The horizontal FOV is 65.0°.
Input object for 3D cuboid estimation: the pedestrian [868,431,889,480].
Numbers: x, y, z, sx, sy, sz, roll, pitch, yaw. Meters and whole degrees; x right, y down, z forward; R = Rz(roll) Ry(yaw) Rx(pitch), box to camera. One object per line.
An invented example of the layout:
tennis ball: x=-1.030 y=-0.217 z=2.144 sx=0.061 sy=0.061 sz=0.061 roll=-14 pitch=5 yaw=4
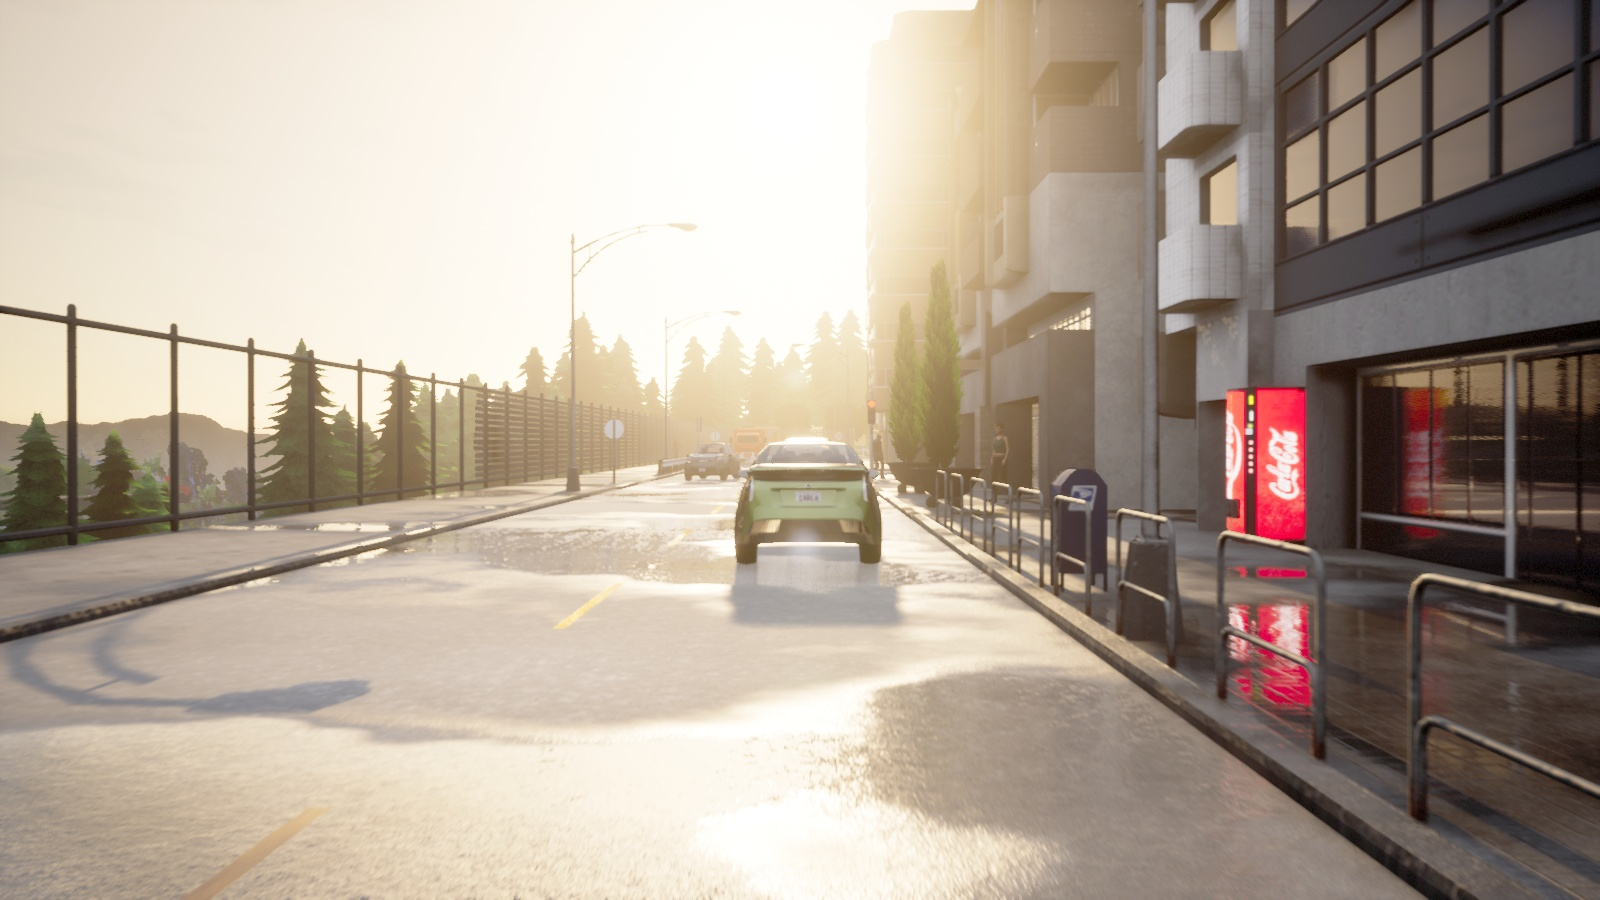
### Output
pedestrian: x=2.986 y=0.188 z=47.876 sx=0.720 sy=1.854 sz=0.376 roll=0 pitch=0 yaw=-40

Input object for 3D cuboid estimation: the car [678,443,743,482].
car: x=-3.516 y=0.476 z=50.110 sx=1.845 sy=1.501 sz=3.633 roll=0 pitch=0 yaw=8

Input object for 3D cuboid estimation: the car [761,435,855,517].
car: x=0.165 y=0.494 z=26.720 sx=1.851 sy=1.617 sz=3.988 roll=0 pitch=0 yaw=0

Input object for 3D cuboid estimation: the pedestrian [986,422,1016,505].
pedestrian: x=4.535 y=0.298 z=28.289 sx=0.594 sy=1.836 sz=0.345 roll=0 pitch=0 yaw=-33

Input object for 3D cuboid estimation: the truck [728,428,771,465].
truck: x=-3.460 y=-0.231 z=86.561 sx=2.627 sy=2.467 sz=5.204 roll=0 pitch=0 yaw=1

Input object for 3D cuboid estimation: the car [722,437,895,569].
car: x=0.109 y=0.599 z=16.817 sx=2.007 sy=1.525 sz=4.514 roll=0 pitch=0 yaw=0
